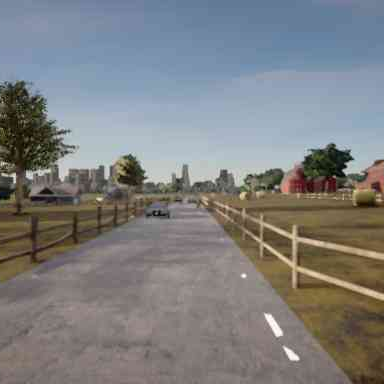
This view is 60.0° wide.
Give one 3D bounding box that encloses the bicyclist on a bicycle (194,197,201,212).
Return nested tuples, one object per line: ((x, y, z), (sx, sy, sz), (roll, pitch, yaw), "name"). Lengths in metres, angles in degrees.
((0.742, 1.451, 36.057), (0.582, 1.620, 1.656), (0, 0, 0), "bicyclist on a bicycle")

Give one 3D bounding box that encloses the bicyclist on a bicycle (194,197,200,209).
((0.722, 1.477, 46.675), (0.866, 1.612, 1.509), (0, 0, 0), "bicyclist on a bicycle")

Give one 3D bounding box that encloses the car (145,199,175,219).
((-2.857, 1.540, 28.939), (1.994, 1.385, 4.181), (0, 0, 0), "car")

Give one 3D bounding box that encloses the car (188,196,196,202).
((-0.028, 1.767, 80.012), (1.994, 1.385, 4.181), (0, 0, 0), "car")

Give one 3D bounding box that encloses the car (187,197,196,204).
((-0.024, 1.688, 69.273), (2.033, 1.411, 5.357), (0, 0, 0), "car")

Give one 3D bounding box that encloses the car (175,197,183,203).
((-2.775, 1.708, 69.387), (1.895, 1.301, 4.718), (0, 0, 0), "car")
